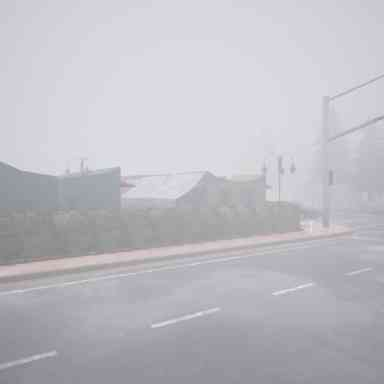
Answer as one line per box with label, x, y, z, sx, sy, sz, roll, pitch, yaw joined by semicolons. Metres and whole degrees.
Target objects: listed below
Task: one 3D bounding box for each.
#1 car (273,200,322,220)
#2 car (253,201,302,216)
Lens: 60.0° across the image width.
car;8.479;1.503;28.039;1.837;1.490;4.892;0;0;-37
car;8.587;1.598;33.721;1.895;1.301;4.718;0;0;-37
